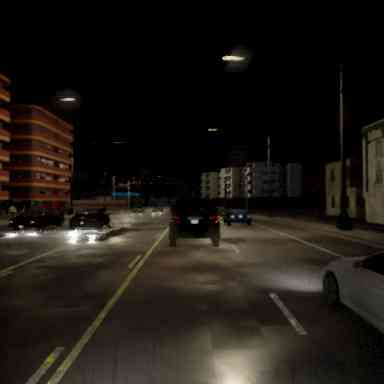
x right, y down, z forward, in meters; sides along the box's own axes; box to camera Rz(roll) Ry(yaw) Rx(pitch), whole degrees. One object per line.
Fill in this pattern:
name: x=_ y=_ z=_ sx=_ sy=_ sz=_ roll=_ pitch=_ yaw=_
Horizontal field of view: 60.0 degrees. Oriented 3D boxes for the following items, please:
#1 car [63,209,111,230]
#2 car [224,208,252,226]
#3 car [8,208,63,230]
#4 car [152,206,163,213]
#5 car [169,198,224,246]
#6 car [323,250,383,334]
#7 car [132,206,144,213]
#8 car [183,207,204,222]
car: x=-7.086 y=1.861 z=23.382 sx=1.994 sy=1.385 sz=4.181 roll=0 pitch=-2 yaw=0
car: x=3.613 y=1.972 z=27.141 sx=2.033 sy=1.411 sz=5.357 roll=0 pitch=-2 yaw=0
car: x=-10.588 y=1.839 z=23.240 sx=2.033 sy=1.411 sz=5.357 roll=0 pitch=-2 yaw=0
car: x=-6.957 y=3.584 z=68.806 sx=1.812 sy=1.442 sz=4.674 roll=0 pitch=-2 yaw=0
car: x=0.107 y=1.329 z=15.891 sx=2.150 sy=2.045 sz=5.566 roll=0 pitch=-1 yaw=0
car: x=3.583 y=1.515 z=4.904 sx=1.812 sy=1.442 sz=4.674 roll=0 pitch=0 yaw=0
car: x=-10.472 y=3.415 z=64.782 sx=1.812 sy=1.442 sz=4.674 roll=0 pitch=-2 yaw=0
car: x=0.117 y=2.226 z=33.215 sx=1.994 sy=1.385 sz=4.181 roll=0 pitch=-2 yaw=0
